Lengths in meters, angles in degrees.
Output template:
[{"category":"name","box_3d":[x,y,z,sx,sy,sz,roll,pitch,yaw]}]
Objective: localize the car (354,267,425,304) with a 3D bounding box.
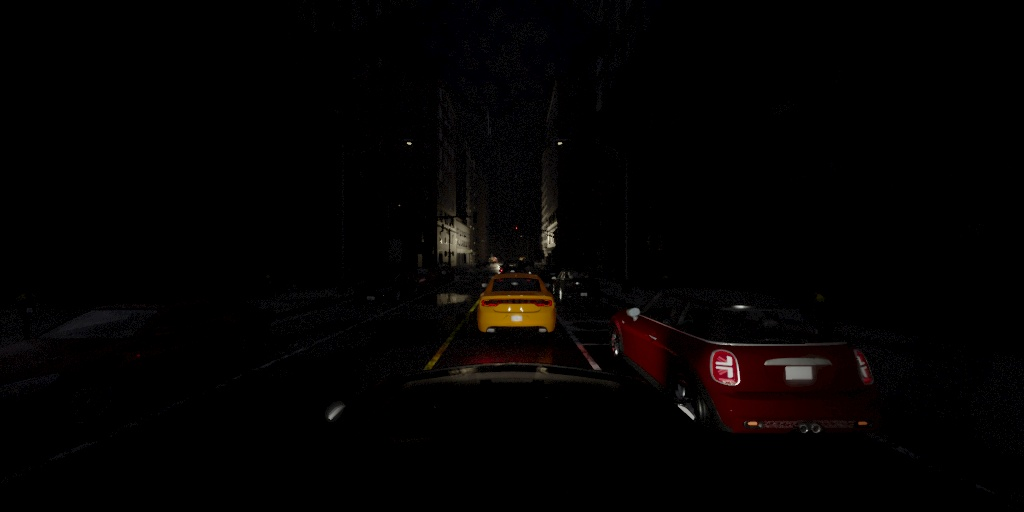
[{"category":"car","box_3d":[-5.643,1.316,16.527,1.948,1.339,4.313,0,0,0]}]

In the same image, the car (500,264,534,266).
[{"category":"car","box_3d":[0.131,1.315,19.385,1.994,1.385,4.181,0,0,0]}]

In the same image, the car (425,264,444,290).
[{"category":"car","box_3d":[-5.634,1.333,22.029,1.802,1.307,4.207,0,0,0]}]

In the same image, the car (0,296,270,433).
[{"category":"car","box_3d":[-5.662,1.332,5.525,1.802,1.307,4.207,0,0,0]}]

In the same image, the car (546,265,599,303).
[{"category":"car","box_3d":[2.882,1.301,16.513,2.007,1.370,4.403,0,0,0]}]

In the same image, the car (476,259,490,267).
[{"category":"car","box_3d":[-5.525,1.373,64.632,1.802,1.307,4.207,0,0,0]}]

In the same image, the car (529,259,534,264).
[{"category":"car","box_3d":[3.000,1.231,64.604,1.967,1.591,4.097,0,0,0]}]

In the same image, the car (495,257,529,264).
[{"category":"car","box_3d":[0.075,1.105,28.118,2.097,1.767,4.553,0,0,1]}]

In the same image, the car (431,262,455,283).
[{"category":"car","box_3d":[-5.624,1.192,27.530,1.967,1.591,4.097,0,0,0]}]

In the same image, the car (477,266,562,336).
[{"category":"car","box_3d":[0.112,1.228,10.397,1.882,1.535,5.008,0,0,0]}]

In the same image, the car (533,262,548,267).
[{"category":"car","box_3d":[2.901,1.318,27.515,1.948,1.339,4.313,0,0,0]}]

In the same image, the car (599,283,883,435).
[{"category":"car","box_3d":[2.863,1.190,5.510,1.967,1.591,4.097,0,0,0]}]
